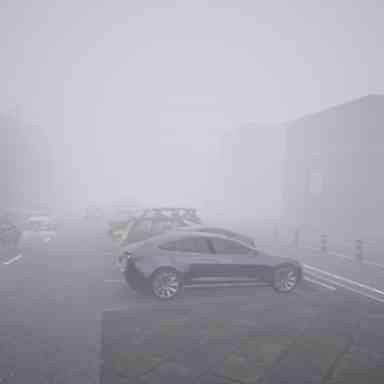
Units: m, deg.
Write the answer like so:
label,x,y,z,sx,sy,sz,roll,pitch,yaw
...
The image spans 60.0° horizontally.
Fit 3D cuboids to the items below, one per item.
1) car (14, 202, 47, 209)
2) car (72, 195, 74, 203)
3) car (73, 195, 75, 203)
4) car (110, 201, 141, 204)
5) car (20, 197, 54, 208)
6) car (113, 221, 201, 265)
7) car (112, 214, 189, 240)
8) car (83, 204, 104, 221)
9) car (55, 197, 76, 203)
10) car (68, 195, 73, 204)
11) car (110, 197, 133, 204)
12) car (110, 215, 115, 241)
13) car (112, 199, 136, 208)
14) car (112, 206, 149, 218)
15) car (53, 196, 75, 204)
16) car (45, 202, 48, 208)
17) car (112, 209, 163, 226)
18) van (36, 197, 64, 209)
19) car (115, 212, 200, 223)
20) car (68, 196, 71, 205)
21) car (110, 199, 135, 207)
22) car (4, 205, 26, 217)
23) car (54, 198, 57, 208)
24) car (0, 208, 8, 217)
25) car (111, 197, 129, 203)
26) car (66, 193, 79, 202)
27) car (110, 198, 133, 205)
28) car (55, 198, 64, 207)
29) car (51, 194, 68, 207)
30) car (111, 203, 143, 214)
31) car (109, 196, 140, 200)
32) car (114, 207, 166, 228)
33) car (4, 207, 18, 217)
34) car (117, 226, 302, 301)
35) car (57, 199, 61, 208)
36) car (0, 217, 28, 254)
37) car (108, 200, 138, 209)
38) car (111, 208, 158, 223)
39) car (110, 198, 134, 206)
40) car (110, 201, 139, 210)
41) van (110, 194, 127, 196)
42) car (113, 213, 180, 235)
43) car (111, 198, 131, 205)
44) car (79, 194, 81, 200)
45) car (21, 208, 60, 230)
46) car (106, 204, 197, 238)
label,x,y,z,sx,sy,sz,roll,pitch,yaw
car,-19.989,2.297,38.030,5.366,1.575,1.946,1,-1,-14
car,-28.236,2.009,70.564,4.892,1.521,2.231,1,0,-14
car,-28.926,2.003,73.260,4.792,1.488,2.163,1,0,-14
car,-7.544,2.419,41.289,4.553,1.767,2.185,1,0,-14
car,-21.532,2.047,43.394,5.566,2.045,2.435,1,0,-14
car,-0.168,1.925,11.543,4.792,1.488,2.163,1,-2,-14
car,-2.817,2.269,22.368,4.892,1.521,2.231,1,-2,-14
car,-11.360,2.514,37.938,2.033,1.411,5.357,1,-1,-14
car,-30.907,1.909,81.378,4.674,1.452,2.002,1,0,-14
car,-27.566,2.042,67.861,5.008,1.535,2.097,1,0,-14
car,-17.367,2.152,81.887,5.366,1.575,1.946,1,0,-14
car,-1.474,2.099,16.951,5.008,1.535,2.097,1,-2,-14
car,-13.474,2.231,65.517,4.553,1.767,2.185,1,0,-14
car,-8.189,2.589,44.000,4.674,1.452,2.002,1,0,-14
car,-30.202,1.780,78.682,4.553,1.767,2.185,1,0,-14
car,-20.844,2.302,40.692,5.008,1.535,2.097,1,0,-14
car,-5.478,2.509,33.192,4.792,1.488,2.163,1,-1,-14
van,-25.437,1.917,59.779,4.442,1.987,1.878,1,0,-14
car,-0.839,1.875,14.251,4.553,1.767,2.185,1,-2,-14
car,-26.895,2.115,65.158,4.674,1.452,2.002,1,0,-14
car,-14.212,2.323,68.332,4.892,1.521,2.231,1,0,-14
car,-18.182,2.233,29.994,4.892,1.521,2.231,1,-1,-14
car,-22.878,2.141,48.811,4.553,1.767,2.185,1,0,-14
car,-16.810,2.142,24.454,5.008,1.535,2.097,1,-1,-14
car,-19.524,2.075,89.956,4.792,1.488,2.163,1,0,-14
car,-29.534,1.690,75.978,5.566,2.045,2.435,1,0,-14
car,-16.205,2.221,76.440,5.008,1.535,2.097,1,0,-14
car,-24.397,2.199,54.301,5.366,1.575,1.946,1,0,-14
car,-24.853,1.923,57.054,5.566,2.045,2.435,1,0,-14
car,-10.168,2.543,52.129,4.792,1.488,2.163,1,0,-14
car,-11.555,2.201,57.519,5.566,2.045,2.435,1,0,-14
car,-4.804,2.316,30.490,4.553,1.767,2.185,1,-1,-14
car,-17.481,2.191,27.162,5.008,1.535,2.097,1,-1,-14
car,0.560,1.820,8.858,4.792,1.488,2.163,1,-2,-14
car,-23.514,2.240,51.524,5.008,1.535,2.097,1,0,-14
car,-9.586,2.094,15.832,1.895,1.301,4.718,1,-2,-14
car,-13.049,2.381,62.886,5.366,1.575,1.946,1,0,-14
car,-6.206,2.539,35.883,4.792,1.488,2.163,1,-1,-14
car,-15.547,2.255,73.736,5.008,1.535,2.097,1,0,-14
car,-12.196,2.420,60.230,5.008,1.535,2.097,1,0,-14
van,-14.983,2.061,71.006,4.442,1.987,1.878,1,0,-14
car,-3.465,2.367,25.069,4.792,1.488,2.163,1,-1,-14
car,-16.882,2.227,79.141,4.674,1.452,2.002,1,0,-14
car,-31.567,1.834,84.083,5.008,1.535,2.097,1,0,-14
car,-12.573,2.322,27.922,1.812,1.442,4.674,1,-1,-14
car,-2.177,1.937,19.661,5.566,2.045,2.435,1,-2,-14
